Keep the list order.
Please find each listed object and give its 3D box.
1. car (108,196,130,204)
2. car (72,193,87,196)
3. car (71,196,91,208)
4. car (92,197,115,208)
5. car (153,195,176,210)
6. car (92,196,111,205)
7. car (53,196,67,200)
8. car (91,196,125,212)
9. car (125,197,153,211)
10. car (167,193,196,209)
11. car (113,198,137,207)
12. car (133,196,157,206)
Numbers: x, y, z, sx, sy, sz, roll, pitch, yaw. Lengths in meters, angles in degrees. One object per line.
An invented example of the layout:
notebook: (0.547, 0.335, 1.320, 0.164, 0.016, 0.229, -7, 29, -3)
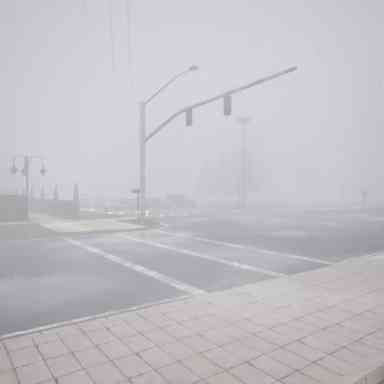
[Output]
car: (-13.883, 1.546, 62.788, 2.033, 1.411, 5.357, 0, 0, -36)
car: (-19.693, 1.221, 58.855, 2.150, 2.045, 5.566, 0, 0, -36)
car: (-15.944, 1.600, 47.729, 1.895, 1.301, 4.718, 0, 0, -36)
car: (-13.404, 1.504, 50.189, 1.837, 1.490, 4.892, 0, 0, -36)
car: (-4.551, 1.504, 43.991, 1.837, 1.490, 4.892, 0, 0, -36)
car: (-16.460, 1.503, 60.366, 1.837, 1.490, 4.892, 0, 0, -36)
car: (-22.677, 1.505, 57.005, 1.837, 1.490, 4.892, 0, 0, -36)
car: (-10.077, 1.525, 39.694, 1.812, 1.442, 4.674, 0, 0, -36)
car: (-7.496, 1.547, 42.092, 2.033, 1.411, 5.357, 0, 0, -36)
car: (-1.732, 1.220, 46.069, 2.150, 2.045, 5.566, 0, 0, -36)
car: (-10.493, 1.600, 52.134, 1.895, 1.301, 4.718, 0, 0, -36)
car: (-7.718, 1.504, 54.276, 1.837, 1.490, 4.892, 0, 0, -36)
